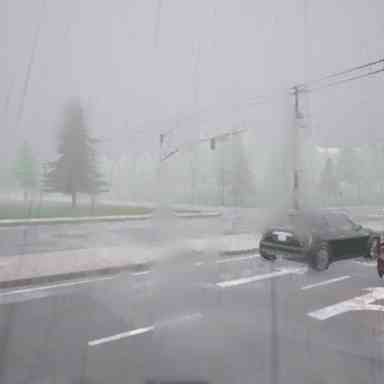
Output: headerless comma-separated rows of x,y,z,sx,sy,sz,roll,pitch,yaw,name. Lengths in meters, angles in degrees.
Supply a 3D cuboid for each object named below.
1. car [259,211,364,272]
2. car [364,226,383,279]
4.439,1.417,11.254,4.553,1.767,2.097,1,0,-36,car
6.736,1.546,8.594,5.008,1.535,1.882,0,0,-36,car
